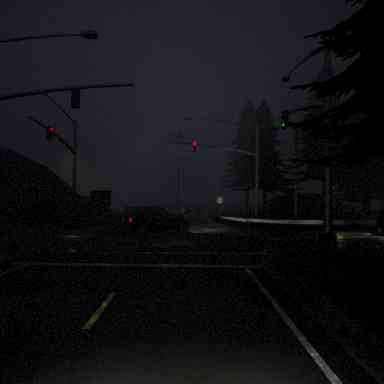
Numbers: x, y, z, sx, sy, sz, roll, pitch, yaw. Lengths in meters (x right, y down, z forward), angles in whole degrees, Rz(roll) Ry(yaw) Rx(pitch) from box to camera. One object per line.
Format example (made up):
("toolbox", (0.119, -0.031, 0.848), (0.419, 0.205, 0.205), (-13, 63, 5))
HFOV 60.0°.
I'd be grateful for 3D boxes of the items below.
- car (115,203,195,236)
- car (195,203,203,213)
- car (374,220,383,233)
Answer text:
("car", (-2.392, 1.646, 20.673), (4.553, 1.767, 2.097), (0, -1, -40))
("car", (0.331, 2.257, 46.519), (1.994, 1.385, 4.181), (-1, -1, 10))
("car", (14.204, 1.868, 21.189), (4.553, 1.767, 2.097), (0, -1, 0))
